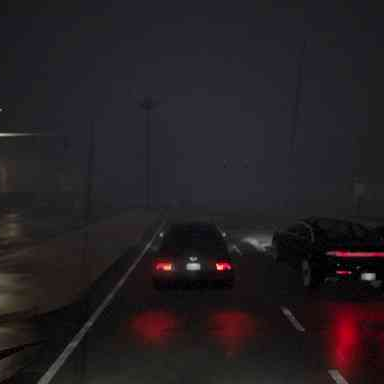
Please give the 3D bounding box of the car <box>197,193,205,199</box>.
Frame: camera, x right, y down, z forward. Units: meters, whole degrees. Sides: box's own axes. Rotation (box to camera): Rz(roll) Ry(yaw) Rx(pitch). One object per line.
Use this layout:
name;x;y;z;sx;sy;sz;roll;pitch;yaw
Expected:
car;2.347;1.222;89.551;1.837;1.490;4.892;0;0;0

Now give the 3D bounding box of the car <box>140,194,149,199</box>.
car;-12.654;1.224;88.992;1.812;1.442;4.674;0;0;0

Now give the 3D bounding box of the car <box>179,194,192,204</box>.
car;-1.199;1.385;58.582;1.994;1.385;4.181;0;0;0

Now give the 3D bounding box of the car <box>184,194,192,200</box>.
car;-1.153;1.261;89.474;2.033;1.411;5.357;0;0;0

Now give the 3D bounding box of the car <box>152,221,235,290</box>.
car;0.022;1.519;9.099;2.033;1.411;5.357;0;0;0

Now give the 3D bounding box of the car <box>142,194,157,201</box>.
car;-9.177;1.300;73.395;1.812;1.442;4.674;0;0;0

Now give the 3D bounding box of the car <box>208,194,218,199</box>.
car;5.847;1.199;89.480;1.882;1.535;5.008;0;0;0

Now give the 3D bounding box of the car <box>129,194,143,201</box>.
car;-12.677;1.276;73.389;1.837;1.490;4.892;0;0;0

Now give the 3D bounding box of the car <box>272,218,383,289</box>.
car;3.520;1.463;9.046;2.128;1.511;4.902;0;0;0

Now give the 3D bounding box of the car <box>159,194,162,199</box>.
car;-9.154;1.200;88.993;1.837;1.490;4.892;0;0;0
